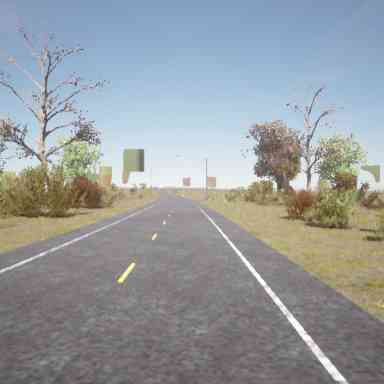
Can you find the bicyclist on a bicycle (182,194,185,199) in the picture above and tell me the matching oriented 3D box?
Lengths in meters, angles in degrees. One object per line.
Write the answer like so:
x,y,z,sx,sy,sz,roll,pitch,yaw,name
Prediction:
-2.324,1.484,95.342,0.866,1.612,1.509,2,1,-4,bicyclist on a bicycle
